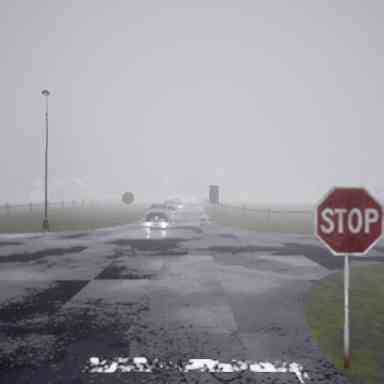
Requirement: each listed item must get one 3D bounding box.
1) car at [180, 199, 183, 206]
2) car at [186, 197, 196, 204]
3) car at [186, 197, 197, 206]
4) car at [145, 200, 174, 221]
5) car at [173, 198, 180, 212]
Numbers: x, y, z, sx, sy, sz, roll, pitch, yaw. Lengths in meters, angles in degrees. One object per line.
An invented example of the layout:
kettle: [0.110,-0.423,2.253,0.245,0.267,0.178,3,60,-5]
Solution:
car: [-2.911,1.831,63.821,1.812,1.442,4.674,0,0,0]
car: [-0.165,1.722,71.097,1.994,1.385,4.181,0,0,0]
car: [-0.089,1.820,61.299,1.812,1.442,4.674,0,0,1]
car: [-2.890,1.693,29.074,2.033,1.411,5.357,0,0,-1]
car: [-2.949,1.758,43.108,2.033,1.411,5.357,0,0,0]
